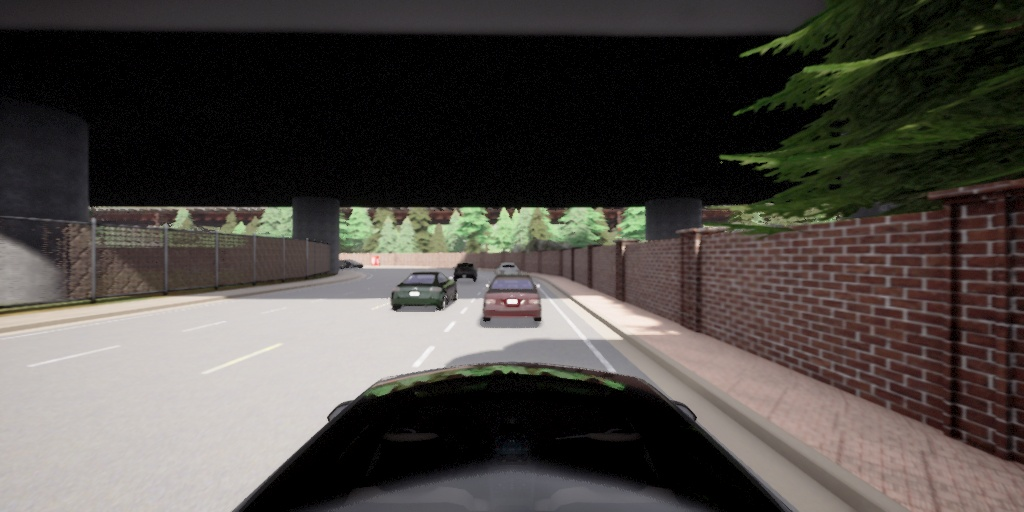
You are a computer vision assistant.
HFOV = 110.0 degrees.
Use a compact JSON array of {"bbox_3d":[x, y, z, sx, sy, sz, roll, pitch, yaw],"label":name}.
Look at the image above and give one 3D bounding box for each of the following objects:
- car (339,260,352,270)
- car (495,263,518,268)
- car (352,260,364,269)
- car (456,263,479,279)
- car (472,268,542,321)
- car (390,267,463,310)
[{"bbox_3d":[-26.094,1.271,51.904,4.902,1.511,2.128,0,0,28],"label":"car"},{"bbox_3d":[-0.414,1.292,30.217,1.812,1.442,4.674,0,0,-6],"label":"car"},{"bbox_3d":[-24.971,1.287,55.243,4.892,1.490,1.837,0,-1,27],"label":"car"},{"bbox_3d":[-3.838,1.273,29.533,1.837,1.490,4.892,0,0,-5],"label":"car"},{"bbox_3d":[0.025,1.304,12.368,2.033,1.411,5.357,0,0,1],"label":"car"},{"bbox_3d":[-3.451,1.323,14.780,1.994,1.385,4.181,0,0,1],"label":"car"}]
